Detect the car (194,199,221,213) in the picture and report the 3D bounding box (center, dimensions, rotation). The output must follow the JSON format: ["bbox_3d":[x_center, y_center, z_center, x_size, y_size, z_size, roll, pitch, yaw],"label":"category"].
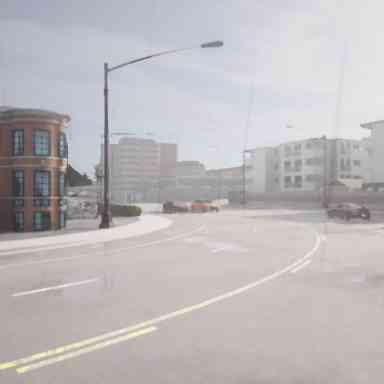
[{"bbox_3d":[1.643,1.620,40.728,2.097,1.767,4.553,0,0,-27],"label":"car"}]

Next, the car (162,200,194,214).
[{"bbox_3d":[-2.022,1.763,40.217,1.882,1.535,5.008,0,0,-27],"label":"car"}]

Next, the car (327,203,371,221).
[{"bbox_3d":[13.152,1.642,28.049,1.812,1.442,4.674,0,0,-3],"label":"car"}]
